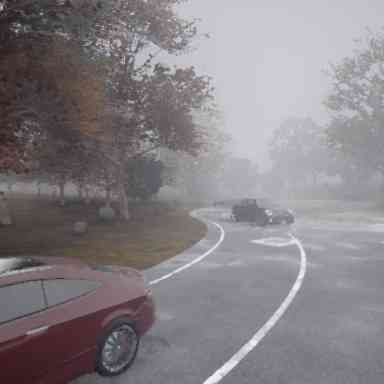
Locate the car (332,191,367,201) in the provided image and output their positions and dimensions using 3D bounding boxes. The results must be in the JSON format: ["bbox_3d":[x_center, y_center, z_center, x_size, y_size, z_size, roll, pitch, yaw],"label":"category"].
[{"bbox_3d":[24.834,0.556,52.552,5.008,1.535,1.882,0,0,6],"label":"car"}]

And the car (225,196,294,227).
[{"bbox_3d":[4.413,1.175,21.435,2.097,1.767,4.553,-1,1,-25],"label":"car"}]

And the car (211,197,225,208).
[{"bbox_3d":[4.042,1.223,40.883,1.895,1.301,4.718,-1,1,27],"label":"car"}]

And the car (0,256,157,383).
[{"bbox_3d":[-2.378,1.536,3.615,1.812,1.442,4.674,0,0,38],"label":"car"}]
